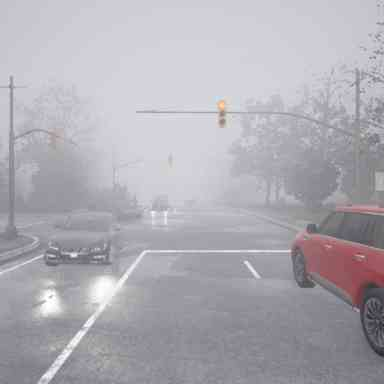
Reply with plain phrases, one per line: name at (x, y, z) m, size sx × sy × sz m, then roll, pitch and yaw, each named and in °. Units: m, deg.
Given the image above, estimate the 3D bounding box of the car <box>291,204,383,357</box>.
car at (3.590, 1.221, 6.131) m, size 2.150 × 2.045 × 5.566 m, roll 0°, pitch 0°, yaw 0°

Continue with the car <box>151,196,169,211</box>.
car at (-4.075, 1.572, 42.521) m, size 1.837 × 1.490 × 4.892 m, roll 0°, pitch -1°, yaw -3°

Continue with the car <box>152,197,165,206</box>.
car at (-6.586, 1.814, 64.590) m, size 2.097 × 1.767 × 4.553 m, roll 0°, pitch -1°, yaw -11°

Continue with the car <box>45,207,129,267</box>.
car at (-3.479, 1.505, 11.584) m, size 1.837 × 1.490 × 4.892 m, roll 3°, pitch 0°, yaw -6°

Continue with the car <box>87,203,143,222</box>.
car at (-6.407, 1.555, 24.790) m, size 5.357 × 1.411 × 2.033 m, roll 0°, pitch 0°, yaw -22°

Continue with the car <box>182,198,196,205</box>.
car at (-0.635, 2.037, 70.556) m, size 1.882 × 1.535 × 5.008 m, roll 0°, pitch -1°, yaw -16°
